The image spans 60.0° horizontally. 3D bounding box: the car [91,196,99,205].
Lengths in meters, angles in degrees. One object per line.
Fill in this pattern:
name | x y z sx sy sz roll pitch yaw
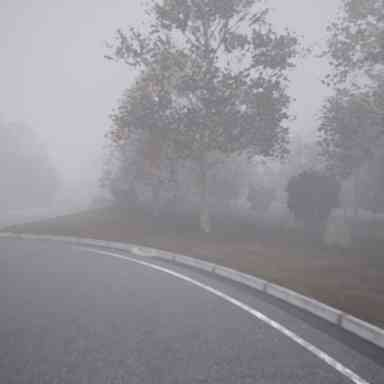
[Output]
car | -15.441 1.292 56.081 2.097 1.767 4.553 -1 0 -1
